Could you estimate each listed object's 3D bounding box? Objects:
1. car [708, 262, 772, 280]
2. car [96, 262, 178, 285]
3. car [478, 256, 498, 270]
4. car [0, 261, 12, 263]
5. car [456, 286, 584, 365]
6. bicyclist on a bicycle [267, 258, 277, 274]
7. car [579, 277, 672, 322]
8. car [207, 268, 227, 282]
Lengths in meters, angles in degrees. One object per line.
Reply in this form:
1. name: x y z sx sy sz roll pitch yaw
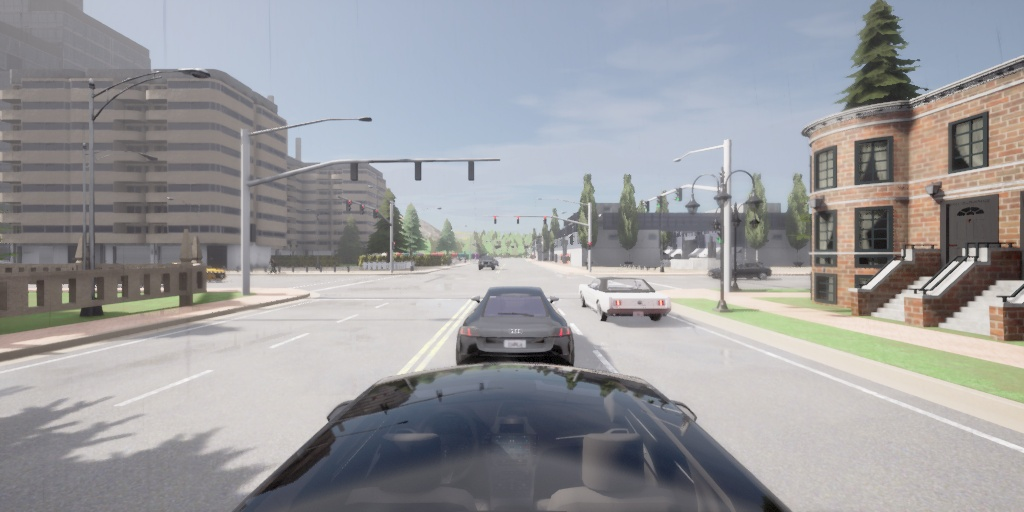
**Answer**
1. car: 19.080 1.252 30.136 4.892 1.490 1.837 -1 0 -1
2. car: -24.161 1.227 23.259 5.008 1.535 1.882 0 0 0
3. car: -3.591 0.972 51.969 2.150 2.045 5.566 0 0 0
4. car: -49.375 1.255 33.922 4.892 1.490 1.837 0 0 1
5. car: 0.063 1.314 7.497 1.994 1.385 4.181 0 0 0
6. bicyclist on a bicycle: -25.251 1.052 37.744 0.582 1.620 1.656 0 0 0
7. car: 3.581 1.351 12.346 1.895 1.301 4.718 0 0 0
8. car: -24.153 1.227 26.759 5.008 1.535 1.882 0 0 0
